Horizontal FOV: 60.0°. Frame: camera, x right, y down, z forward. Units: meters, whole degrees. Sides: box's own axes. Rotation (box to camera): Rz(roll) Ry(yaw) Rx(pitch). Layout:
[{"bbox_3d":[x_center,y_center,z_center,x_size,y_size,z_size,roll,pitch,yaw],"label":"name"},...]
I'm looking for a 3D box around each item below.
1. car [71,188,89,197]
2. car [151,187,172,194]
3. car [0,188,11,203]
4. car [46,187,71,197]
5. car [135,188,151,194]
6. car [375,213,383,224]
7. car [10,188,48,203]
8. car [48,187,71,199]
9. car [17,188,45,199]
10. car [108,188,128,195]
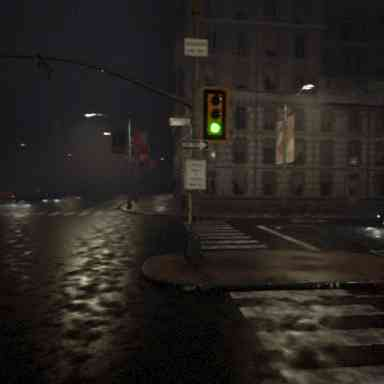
[{"bbox_3d":[-19.595,0.026,58.133,1.812,1.442,4.674,1,1,4],"label":"car"},{"bbox_3d":[-6.445,-0.261,75.702,1.837,1.490,4.892,1,2,36],"label":"car"},{"bbox_3d":[-21.917,0.292,37.407,2.097,1.767,4.553,0,1,-6],"label":"car"},{"bbox_3d":[-23.126,-0.038,57.917,2.128,1.511,4.902,1,1,4],"label":"car"},{"bbox_3d":[-10.617,-0.204,75.543,1.895,1.301,4.718,1,2,32],"label":"car"},{"bbox_3d":[12.693,1.272,17.616,5.357,1.411,2.033,0,1,-6],"label":"car"},{"bbox_3d":[-18.458,0.563,37.964,1.895,1.301,4.718,0,1,-6],"label":"car"},{"bbox_3d":[-19.451,0.205,48.023,1.882,1.535,5.008,0,1,-6],"label":"car"},{"bbox_3d":[-22.917,0.195,47.566,2.128,1.511,4.902,0,1,-6],"label":"car"},{"bbox_3d":[-14.611,-0.076,65.929,2.033,1.411,5.357,1,1,16],"label":"car"}]
